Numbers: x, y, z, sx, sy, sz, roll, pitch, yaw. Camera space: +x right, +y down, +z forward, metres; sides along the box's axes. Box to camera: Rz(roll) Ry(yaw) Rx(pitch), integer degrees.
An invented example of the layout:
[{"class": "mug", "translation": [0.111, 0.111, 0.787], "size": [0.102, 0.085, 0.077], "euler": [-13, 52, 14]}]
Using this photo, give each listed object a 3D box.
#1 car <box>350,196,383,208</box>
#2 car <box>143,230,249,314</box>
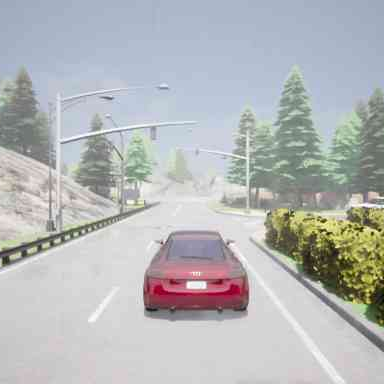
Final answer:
[{"class": "car", "translation": [16.095, 1.383, 27.812], "size": [5.566, 2.045, 2.150], "euler": [0, 0, 0]}, {"class": "car", "translation": [0.071, 1.564, 7.718], "size": [1.994, 1.385, 4.181], "euler": [0, 0, 0]}]
